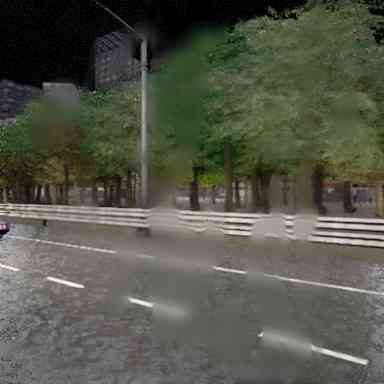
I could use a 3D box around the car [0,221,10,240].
[{"bbox_3d":[-10.692,1.606,15.803,4.718,1.301,1.895,0,0,36],"label":"car"}]
